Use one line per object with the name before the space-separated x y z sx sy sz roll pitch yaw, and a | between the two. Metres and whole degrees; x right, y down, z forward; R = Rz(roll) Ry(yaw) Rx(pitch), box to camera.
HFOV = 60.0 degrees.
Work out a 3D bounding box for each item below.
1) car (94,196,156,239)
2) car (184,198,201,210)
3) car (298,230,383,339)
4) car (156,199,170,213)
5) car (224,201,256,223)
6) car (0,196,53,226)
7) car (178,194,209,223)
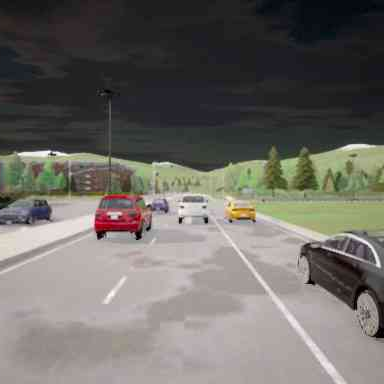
car | -3.402 1.194 17.262 2.150 2.045 5.566 0 0 0
car | 0.072 1.500 41.904 1.994 1.385 4.181 0 0 0
car | 3.603 1.482 6.522 2.128 1.511 4.902 0 0 0
car | -3.417 1.470 35.563 1.812 1.442 4.674 0 0 0
car | 3.597 1.438 25.536 1.882 1.535 5.008 0 0 0
car | -11.510 1.314 23.182 2.097 1.767 4.553 0 0 0
car | 0.097 1.181 25.330 2.150 2.045 5.566 0 0 0
